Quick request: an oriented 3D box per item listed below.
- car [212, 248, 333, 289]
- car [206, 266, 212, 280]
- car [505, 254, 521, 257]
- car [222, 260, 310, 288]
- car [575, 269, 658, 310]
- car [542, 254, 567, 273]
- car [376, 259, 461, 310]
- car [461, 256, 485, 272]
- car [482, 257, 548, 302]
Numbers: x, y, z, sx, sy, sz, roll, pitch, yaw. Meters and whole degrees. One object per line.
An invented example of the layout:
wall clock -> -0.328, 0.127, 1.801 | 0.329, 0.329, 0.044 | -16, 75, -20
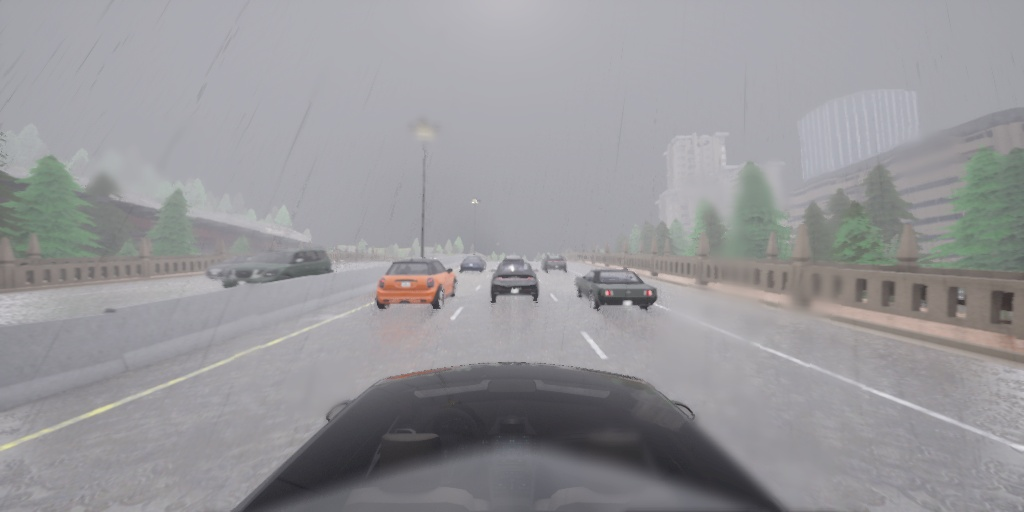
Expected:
car -> -10.599, 0.665, 16.868 | 2.150, 2.045, 5.566 | 0, 1, 0
car -> -17.596, 0.772, 23.735 | 2.128, 1.511, 4.902 | 0, 1, 0
car -> 0.101, 0.542, 32.831 | 1.882, 1.535, 5.008 | 0, 1, 0
car -> -14.098, 0.947, 20.986 | 1.895, 1.301, 4.718 | 0, 1, 0
car -> 3.601, 1.129, 13.369 | 1.895, 1.301, 4.718 | 0, 1, 0
car -> 3.602, 0.596, 31.187 | 2.128, 1.511, 4.902 | 0, 1, 0
car -> -3.400, 0.874, 13.602 | 2.097, 1.767, 4.553 | 0, 1, 0
car -> -3.398, 0.655, 31.731 | 1.994, 1.385, 4.181 | 0, 1, 0
car -> 0.101, 0.978, 15.119 | 2.128, 1.511, 4.902 | 0, 1, 0
